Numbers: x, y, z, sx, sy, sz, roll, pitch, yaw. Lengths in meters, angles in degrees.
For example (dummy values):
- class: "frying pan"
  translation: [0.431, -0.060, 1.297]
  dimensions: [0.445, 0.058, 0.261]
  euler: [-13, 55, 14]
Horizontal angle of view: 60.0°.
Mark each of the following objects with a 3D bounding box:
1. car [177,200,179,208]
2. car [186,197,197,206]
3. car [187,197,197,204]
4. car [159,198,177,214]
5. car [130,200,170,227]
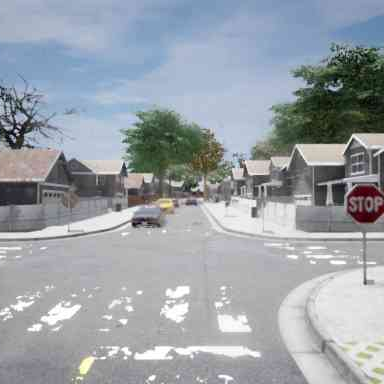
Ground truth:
- class: "car"
  translation: [-2.894, 1.553, 47.130]
  dimensions: [1.994, 1.385, 4.181]
  euler: [0, 0, 0]
- class: "car"
  translation: [-0.071, 1.538, 55.060]
  dimensions: [2.033, 1.411, 5.357]
  euler: [0, 0, 0]
- class: "car"
  translation: [-0.084, 1.595, 65.513]
  dimensions: [1.895, 1.301, 4.718]
  euler: [0, 0, 0]
- class: "car"
  translation: [-2.889, 1.467, 34.995]
  dimensions: [1.882, 1.535, 5.008]
  euler: [0, 0, 0]
- class: "car"
  translation: [-2.874, 1.540, 22.808]
  dimensions: [2.033, 1.411, 5.357]
  euler: [0, 0, 0]
